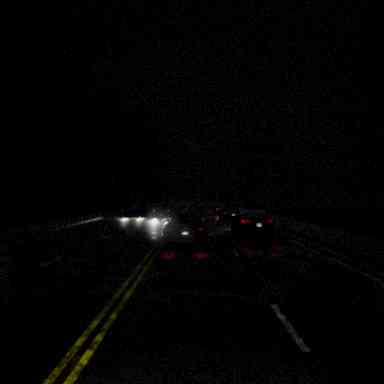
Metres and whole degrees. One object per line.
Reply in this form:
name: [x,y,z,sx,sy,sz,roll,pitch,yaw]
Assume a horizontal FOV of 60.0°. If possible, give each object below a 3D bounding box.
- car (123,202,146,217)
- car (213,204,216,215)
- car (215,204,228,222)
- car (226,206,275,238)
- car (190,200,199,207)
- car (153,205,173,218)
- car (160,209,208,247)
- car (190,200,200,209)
car: [-6.301,1.922,36.999,1.882,1.535,5.008,0,-1,1]
car: [3.581,2.103,41.066,1.895,1.301,4.718,0,-1,0]
car: [3.490,1.920,30.036,1.994,1.385,4.181,0,-1,0]
car: [3.399,1.727,19.067,2.163,1.488,4.792,0,-1,0]
car: [0.615,2.579,75.362,2.033,1.411,5.357,0,-1,0]
car: [-3.064,2.027,35.619,1.895,1.301,4.718,0,-1,1]
car: [-0.295,1.751,16.117,1.994,1.385,4.181,0,-1,-1]
car: [0.535,2.294,57.399,2.033,1.411,5.357,0,-1,1]
